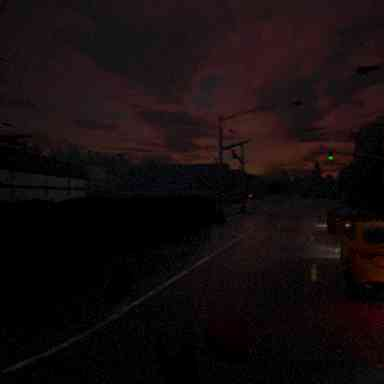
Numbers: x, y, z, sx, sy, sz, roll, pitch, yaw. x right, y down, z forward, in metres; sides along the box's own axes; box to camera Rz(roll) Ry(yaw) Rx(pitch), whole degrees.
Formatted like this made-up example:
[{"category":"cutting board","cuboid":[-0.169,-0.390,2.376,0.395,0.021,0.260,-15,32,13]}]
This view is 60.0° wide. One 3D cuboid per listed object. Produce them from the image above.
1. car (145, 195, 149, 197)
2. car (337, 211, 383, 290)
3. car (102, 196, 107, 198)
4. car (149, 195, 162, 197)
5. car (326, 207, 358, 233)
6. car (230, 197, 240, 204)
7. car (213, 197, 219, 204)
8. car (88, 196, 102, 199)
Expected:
[{"category":"car","cuboid":[-10.776,1.668,80.469,1.905,1.878,3.866,0,0,20]},{"category":"car","cuboid":[5.074,1.511,8.867,1.882,1.535,5.008,0,0,22]},{"category":"car","cuboid":[-22.788,1.840,84.871,2.152,1.636,5.027,0,0,20]},{"category":"car","cuboid":[-7.906,1.669,79.857,1.932,1.855,4.605,0,0,20]},{"category":"car","cuboid":[9.095,1.609,19.810,1.812,1.442,4.674,0,0,20]},{"category":"car","cuboid":[9.497,1.807,73.332,1.845,1.501,3.633,0,0,20]},{"category":"car","cuboid":[4.145,1.807,67.390,1.970,1.475,3.806,0,0,20]},{"category":"car","cuboid":[-20.266,1.838,64.674,2.007,1.523,4.514,0,0,20]}]
